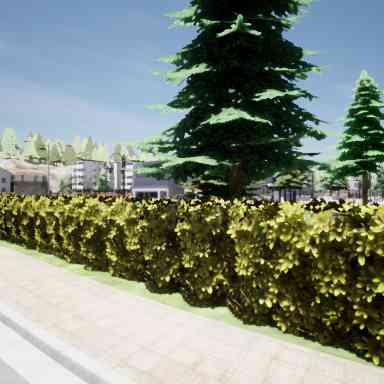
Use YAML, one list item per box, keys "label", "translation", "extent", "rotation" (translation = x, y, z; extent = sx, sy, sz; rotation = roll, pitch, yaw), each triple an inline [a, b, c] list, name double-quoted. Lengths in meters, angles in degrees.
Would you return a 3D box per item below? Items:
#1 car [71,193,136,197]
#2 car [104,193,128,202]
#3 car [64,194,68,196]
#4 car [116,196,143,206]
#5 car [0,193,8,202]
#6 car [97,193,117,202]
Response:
- label: "car"
  translation: [-8.090, 1.221, 31.073]
  extent: [2.150, 2.045, 5.566]
  rotation: [0, 0, 44]
- label: "car"
  translation: [-15.867, 1.097, 69.687]
  extent: [1.932, 1.855, 4.605]
  rotation: [0, 0, 44]
- label: "car"
  translation: [-27.333, 1.154, 80.420]
  extent: [2.152, 1.636, 5.027]
  rotation: [0, 0, 44]
- label: "car"
  translation: [-10.068, 1.384, 53.349]
  extent: [1.970, 1.475, 3.806]
  rotation: [0, 0, 44]
- label: "car"
  translation: [-41.776, 1.097, 70.250]
  extent: [1.932, 1.855, 4.605]
  rotation: [0, 0, 44]
- label: "car"
  translation: [-18.225, 1.077, 71.435]
  extent: [1.905, 1.878, 3.866]
  rotation: [0, 0, 44]
